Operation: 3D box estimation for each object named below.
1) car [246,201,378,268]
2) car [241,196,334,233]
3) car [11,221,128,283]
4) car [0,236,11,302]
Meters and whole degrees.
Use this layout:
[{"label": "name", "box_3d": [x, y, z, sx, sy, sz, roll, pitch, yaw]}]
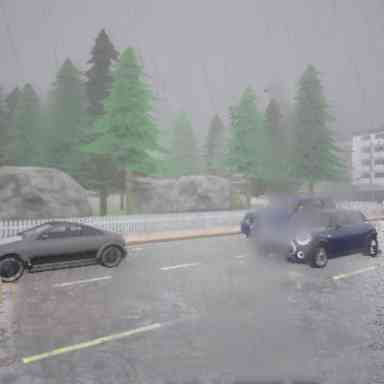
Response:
[{"label": "car", "box_3d": [4.315, 1.346, 11.337, 4.553, 1.767, 2.097, 0, 0, -35]}, {"label": "car", "box_3d": [4.914, 1.216, 16.078, 5.566, 2.045, 2.150, 0, 0, -35]}, {"label": "car", "box_3d": [-4.026, 1.563, 9.707, 4.181, 1.385, 1.994, 0, 0, -35]}, {"label": "car", "box_3d": [-5.405, 1.479, 4.421, 5.008, 1.535, 1.882, 0, 0, -35]}]
